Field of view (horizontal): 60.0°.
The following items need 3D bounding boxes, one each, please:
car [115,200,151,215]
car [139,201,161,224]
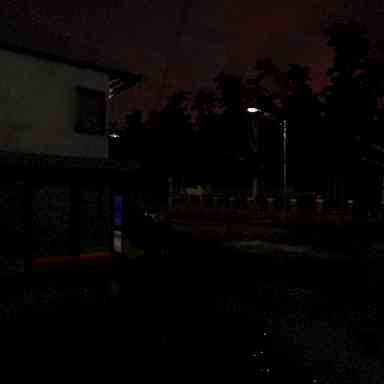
[{"bbox_3d":[-6.611,1.651,36.909,1.882,1.535,5.008,1,-1,-35],"label":"car"},{"bbox_3d":[-4.277,1.619,26.433,2.128,1.511,4.902,1,0,-37],"label":"car"}]
